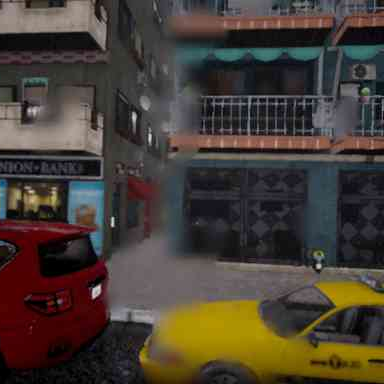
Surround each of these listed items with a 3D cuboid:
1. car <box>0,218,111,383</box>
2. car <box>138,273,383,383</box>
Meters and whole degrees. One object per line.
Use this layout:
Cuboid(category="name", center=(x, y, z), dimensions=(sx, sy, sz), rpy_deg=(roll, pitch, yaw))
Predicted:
Cuboid(category="car", center=(-3.612, 1.269, 4.499), dimensions=(5.009, 1.841, 2.192), rpy_deg=(2, -2, 6))
Cuboid(category="car", center=(1.840, 1.687, 3.961), dimensions=(4.829, 1.417, 1.752), rpy_deg=(2, -2, 6))
